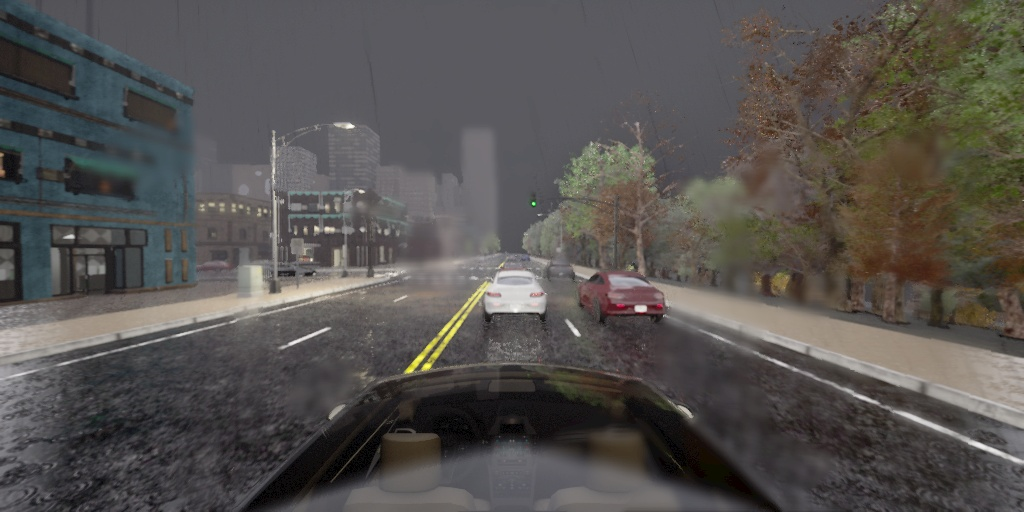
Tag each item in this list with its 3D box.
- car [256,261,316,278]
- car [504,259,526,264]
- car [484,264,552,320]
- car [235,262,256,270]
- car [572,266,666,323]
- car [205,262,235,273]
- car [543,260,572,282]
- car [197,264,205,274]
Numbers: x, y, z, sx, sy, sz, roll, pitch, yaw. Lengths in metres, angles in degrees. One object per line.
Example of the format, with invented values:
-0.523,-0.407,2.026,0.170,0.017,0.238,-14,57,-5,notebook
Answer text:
-19.958,1.282,32.252,4.313,1.339,1.948,0,0,0,car
0.091,1.125,25.855,1.895,1.301,4.718,0,1,0,car
0.098,1.179,11.961,1.812,1.442,4.674,0,1,0,car
-28.294,1.199,40.761,4.403,1.370,2.007,0,0,0,car
3.338,1.183,11.621,1.812,1.442,4.674,0,0,0,car
-33.830,1.293,40.767,4.207,1.307,1.802,0,0,0,car
3.341,1.015,25.855,2.128,1.511,4.902,0,1,0,car
-33.805,1.370,34.968,5.357,1.411,2.033,-1,1,0,car
